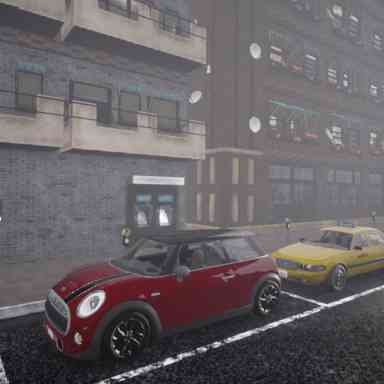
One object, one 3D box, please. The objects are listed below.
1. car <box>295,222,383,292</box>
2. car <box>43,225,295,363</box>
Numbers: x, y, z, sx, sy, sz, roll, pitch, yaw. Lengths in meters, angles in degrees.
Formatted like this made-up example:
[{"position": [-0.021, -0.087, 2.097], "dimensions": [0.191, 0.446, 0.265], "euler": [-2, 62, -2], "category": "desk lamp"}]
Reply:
[{"position": [4.013, 1.527, 8.957], "dimensions": [4.829, 1.417, 1.752], "euler": [0, 1, -36], "category": "car"}, {"position": [-0.363, 1.441, 5.829], "dimensions": [4.097, 1.590, 1.967], "euler": [0, 1, -36], "category": "car"}]
